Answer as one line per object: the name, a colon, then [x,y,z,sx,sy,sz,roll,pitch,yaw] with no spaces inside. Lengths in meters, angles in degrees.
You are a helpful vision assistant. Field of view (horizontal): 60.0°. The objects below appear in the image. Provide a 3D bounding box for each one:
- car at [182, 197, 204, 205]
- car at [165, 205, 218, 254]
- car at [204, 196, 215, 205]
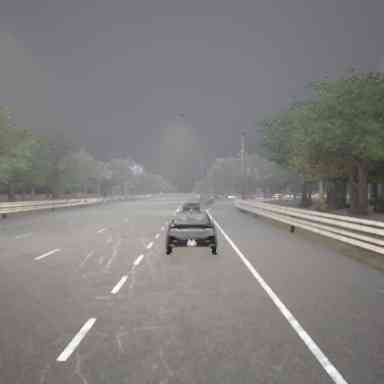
car: [0.042,1.548,36.045,1.837,1.490,4.892,0,0,2]
car: [-0.019,1.491,13.432,2.128,1.511,4.902,0,0,0]
car: [2.645,1.480,55.163,2.128,1.511,4.902,0,0,14]
